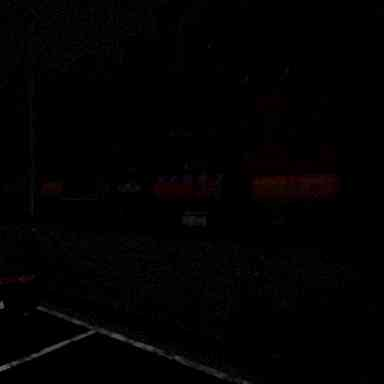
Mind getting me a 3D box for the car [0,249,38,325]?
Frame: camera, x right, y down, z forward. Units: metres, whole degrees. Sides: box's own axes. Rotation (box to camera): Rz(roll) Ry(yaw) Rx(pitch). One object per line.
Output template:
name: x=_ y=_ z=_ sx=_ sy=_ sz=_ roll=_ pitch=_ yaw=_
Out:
car: x=-4.663 y=1.537 z=6.153 sx=4.507 sy=1.381 sz=1.887 roll=0 pitch=-1 yaw=36
